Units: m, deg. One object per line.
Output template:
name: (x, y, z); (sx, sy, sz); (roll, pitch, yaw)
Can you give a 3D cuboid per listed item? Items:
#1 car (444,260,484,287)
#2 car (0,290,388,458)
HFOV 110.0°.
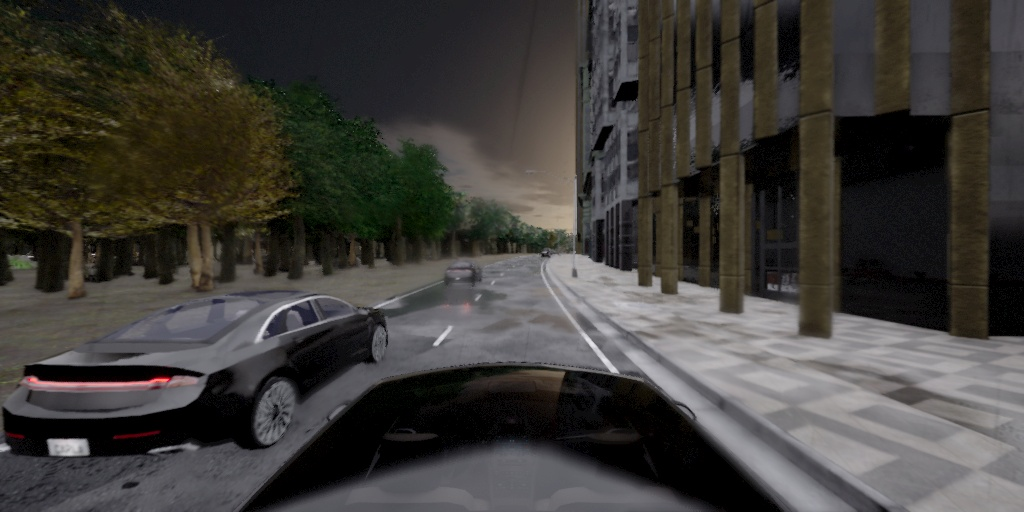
car: (-2.911, 1.009, 22.308); (2.128, 1.511, 4.902); (0, 1, 2)
car: (-3.356, 1.234, 5.150); (2.128, 1.511, 4.902); (0, 0, 0)
